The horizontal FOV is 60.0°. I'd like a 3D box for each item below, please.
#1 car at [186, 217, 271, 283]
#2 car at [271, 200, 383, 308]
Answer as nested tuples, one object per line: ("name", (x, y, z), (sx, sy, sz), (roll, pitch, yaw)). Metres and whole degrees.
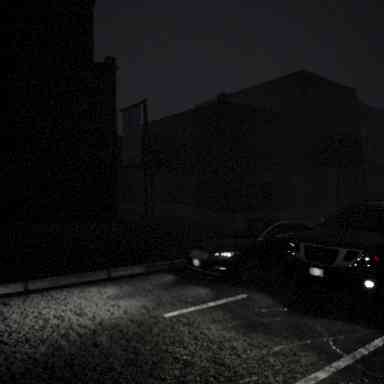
("car", (2.085, 1.509, 9.814), (4.902, 1.511, 2.128), (0, 0, -36))
("car", (4.699, 1.241, 8.251), (5.566, 2.045, 2.150), (0, 0, -36))
